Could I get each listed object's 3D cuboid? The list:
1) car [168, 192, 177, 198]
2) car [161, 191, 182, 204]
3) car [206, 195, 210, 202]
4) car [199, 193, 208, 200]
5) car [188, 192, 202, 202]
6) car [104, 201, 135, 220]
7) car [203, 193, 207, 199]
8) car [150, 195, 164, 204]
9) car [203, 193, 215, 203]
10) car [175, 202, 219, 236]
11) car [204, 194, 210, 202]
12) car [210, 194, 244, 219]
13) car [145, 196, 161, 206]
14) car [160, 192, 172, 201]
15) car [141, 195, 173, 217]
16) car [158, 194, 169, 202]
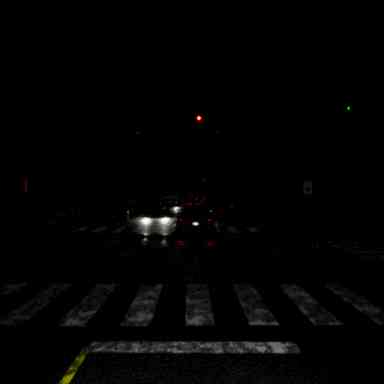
[{"bbox_3d":[-5.354,0.843,91.838,1.967,1.590,4.097,0,0,0],"label":"car"},{"bbox_3d":[-2.886,0.900,46.027,2.150,2.045,5.566,0,1,0],"label":"car"},{"bbox_3d":[2.926,1.306,37.240,1.947,1.339,4.313,0,0,0],"label":"car"},{"bbox_3d":[2.696,0.993,76.983,1.837,1.490,4.892,0,0,0],"label":"car"},{"bbox_3d":[0.306,1.141,56.944,1.812,1.442,4.674,0,0,1],"label":"car"},{"bbox_3d":[-5.649,1.379,26.357,1.947,1.339,4.313,0,0,0],"label":"car"},{"bbox_3d":[2.975,1.221,48.153,2.008,1.369,4.403,0,0,0],"label":"car"},{"bbox_3d":[-5.526,1.220,53.641,1.802,1.307,4.206,0,0,0],"label":"car"},{"bbox_3d":[3.024,1.041,59.065,1.967,1.590,4.097,0,0,0],"label":"car"},{"bbox_3d":[0.179,1.457,17.841,1.994,1.385,4.181,0,1,0],"label":"car"},{"bbox_3d":[2.950,1.256,42.696,2.008,1.369,4.403,0,0,0],"label":"car"},{"bbox_3d":[2.876,1.126,26.326,2.192,1.841,5.009,0,0,0],"label":"car"},{"bbox_3d":[-5.551,1.255,48.184,1.802,1.307,4.206,0,0,0],"label":"car"},{"bbox_3d":[-5.452,0.849,70.010,2.192,1.841,5.009,0,0,0],"label":"car"},{"bbox_3d":[-2.972,1.270,29.339,1.882,1.535,5.008,0,0,0],"label":"car"},{"bbox_3d":[-5.477,1.150,64.555,1.802,1.307,4.206,0,0,0],"label":"car"}]
